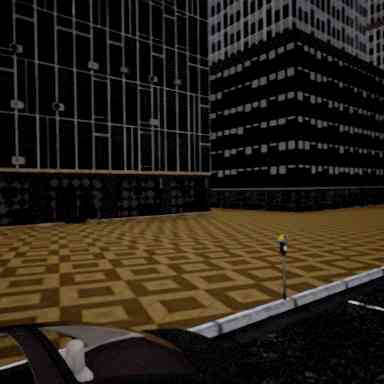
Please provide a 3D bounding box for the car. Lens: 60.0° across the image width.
[{"bbox_3d":[-1.505,1.551,1.468,4.403,1.369,2.008,0,-1,-38],"label":"car"}]
